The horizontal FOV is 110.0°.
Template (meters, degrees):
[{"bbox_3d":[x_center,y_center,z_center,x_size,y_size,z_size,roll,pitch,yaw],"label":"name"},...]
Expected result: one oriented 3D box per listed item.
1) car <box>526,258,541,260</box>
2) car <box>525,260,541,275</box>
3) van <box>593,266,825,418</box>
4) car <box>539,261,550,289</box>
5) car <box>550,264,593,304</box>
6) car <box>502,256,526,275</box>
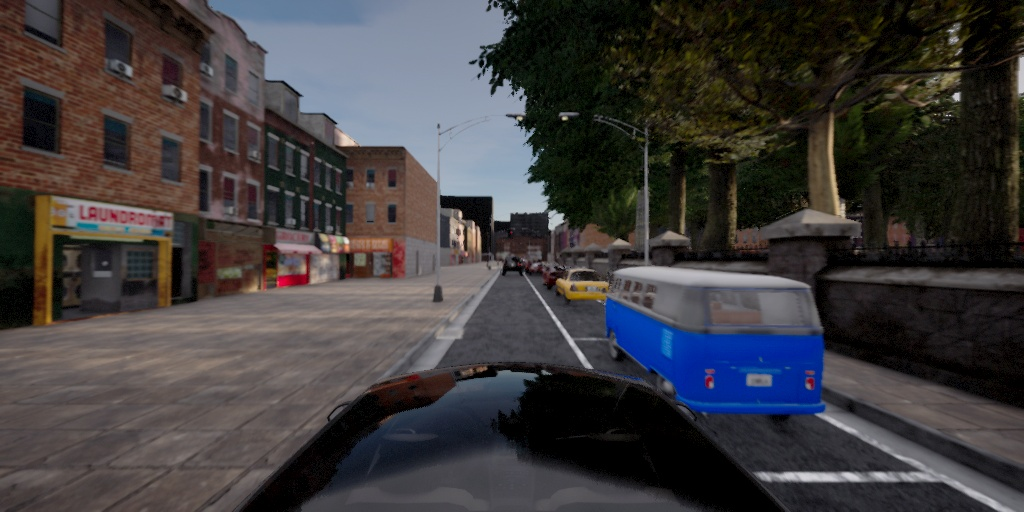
[{"bbox_3d":[2.643,1.109,43.830,2.192,1.841,5.009,0,0,0],"label":"car"},{"bbox_3d":[2.642,1.366,38.381,1.802,1.307,4.207,0,0,0],"label":"car"},{"bbox_3d":[2.638,1.092,5.685,1.690,1.789,3.998,0,0,0],"label":"van"},{"bbox_3d":[3.017,1.239,22.964,1.882,1.535,5.008,0,0,0],"label":"car"},{"bbox_3d":[3.026,1.213,16.154,1.801,1.575,5.366,0,0,0],"label":"car"},{"bbox_3d":[0.077,1.009,39.577,2.150,2.045,5.566,0,0,0],"label":"car"}]
